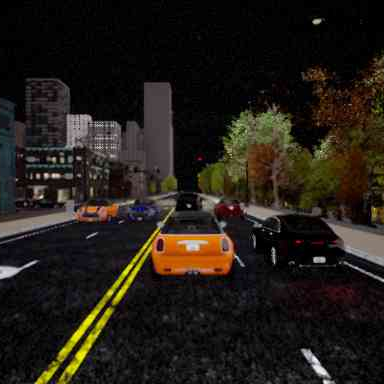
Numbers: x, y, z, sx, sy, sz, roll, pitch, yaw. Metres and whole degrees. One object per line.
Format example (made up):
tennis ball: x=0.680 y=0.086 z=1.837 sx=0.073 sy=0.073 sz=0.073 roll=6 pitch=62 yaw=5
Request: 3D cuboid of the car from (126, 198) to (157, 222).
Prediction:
car: x=-3.655 y=1.282 z=25.360 sx=2.097 sy=1.767 sz=4.553 roll=0 pitch=0 yaw=-1

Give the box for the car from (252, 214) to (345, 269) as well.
car: x=3.234 y=1.473 z=10.941 sx=1.837 sy=1.490 sz=4.892 roll=0 pitch=0 yaw=-1

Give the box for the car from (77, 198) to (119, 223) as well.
car: x=-6.898 y=1.285 z=24.772 sx=2.097 sy=1.767 sz=4.553 roll=0 pitch=0 yaw=-1

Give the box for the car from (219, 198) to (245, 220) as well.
car: x=3.002 y=1.274 z=27.640 sx=2.097 sy=1.767 sz=4.553 roll=0 pitch=0 yaw=-1

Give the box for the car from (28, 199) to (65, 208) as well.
car: x=-20.597 y=1.693 z=47.753 sx=4.313 sy=1.339 sz=1.947 roll=-1 pitch=1 yaw=-1

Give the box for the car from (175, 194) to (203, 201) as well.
car: x=-0.247 y=1.144 z=27.596 sx=2.150 sy=2.045 sz=5.566 roll=0 pitch=0 yaw=-1

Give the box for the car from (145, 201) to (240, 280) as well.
car: x=-0.005 y=1.325 z=10.020 sx=2.097 sy=1.767 sz=4.553 roll=0 pitch=0 yaw=-1

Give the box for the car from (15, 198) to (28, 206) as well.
car: x=-29.052 y=1.670 z=56.143 sx=4.403 sy=1.369 sz=2.008 roll=-1 pitch=1 yaw=-1
